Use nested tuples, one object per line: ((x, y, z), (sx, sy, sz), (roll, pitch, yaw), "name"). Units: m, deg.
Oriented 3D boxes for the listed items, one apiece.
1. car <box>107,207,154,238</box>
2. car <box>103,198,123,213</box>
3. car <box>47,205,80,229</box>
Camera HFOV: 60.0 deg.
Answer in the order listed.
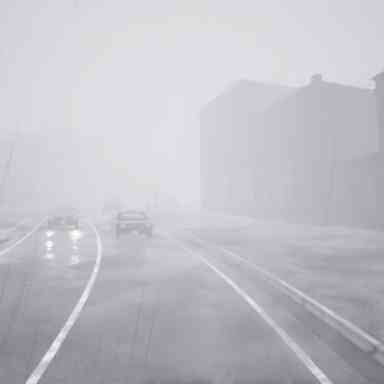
((-3.469, 1.718, 18.570), (1.895, 1.301, 4.718), (1, -1, -18), "car")
((-9.279, 1.513, 39.231), (2.097, 1.767, 4.553), (0, 0, -9), "car")
((-8.548, 1.593, 22.308), (1.812, 1.442, 4.674), (1, -1, -19), "car")
